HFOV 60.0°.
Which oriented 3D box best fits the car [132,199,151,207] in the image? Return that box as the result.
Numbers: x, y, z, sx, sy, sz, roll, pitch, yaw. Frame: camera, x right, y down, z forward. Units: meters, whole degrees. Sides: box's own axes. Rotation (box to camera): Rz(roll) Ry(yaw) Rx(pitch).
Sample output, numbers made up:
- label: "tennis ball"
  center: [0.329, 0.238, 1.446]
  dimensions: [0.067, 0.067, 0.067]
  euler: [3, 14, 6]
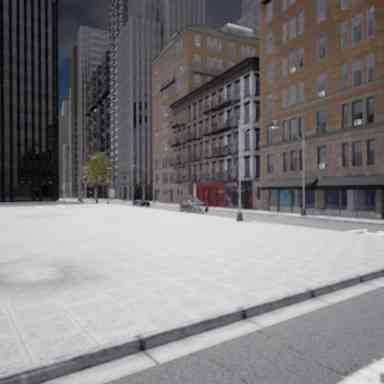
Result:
- label: "car"
  center: [-8.443, 1.865, 55.209]
  dimensions: [1.895, 1.301, 4.718]
  euler: [0, 0, -26]

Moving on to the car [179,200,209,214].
- label: "car"
  center: [0.160, 1.612, 37.555]
  dimensions: [2.128, 1.511, 4.902]
  euler: [0, 0, -26]
